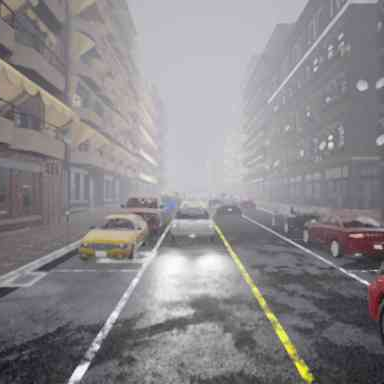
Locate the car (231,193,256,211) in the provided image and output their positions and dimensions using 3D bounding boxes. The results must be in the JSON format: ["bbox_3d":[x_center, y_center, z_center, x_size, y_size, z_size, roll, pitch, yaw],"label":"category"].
[{"bbox_3d":[5.399,1.164,33.892,1.887,1.381,4.507,1,1,0],"label":"car"}]

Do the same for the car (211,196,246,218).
[{"bbox_3d":[2.848,1.256,26.719,1.994,1.385,4.181,0,1,1],"label":"car"}]

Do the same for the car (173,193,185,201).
[{"bbox_3d":[-2.428,0.904,61.621,1.947,1.339,4.313,1,1,0],"label":"car"}]

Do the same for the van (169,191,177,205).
[{"bbox_3d":[-2.487,1.009,28.435,1.690,1.788,3.998,2,1,0],"label":"van"}]

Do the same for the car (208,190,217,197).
[{"bbox_3d":[5.477,0.435,89.200,2.192,1.841,5.009,1,0,0],"label":"car"}]

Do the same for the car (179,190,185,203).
[{"bbox_3d":[-2.454,0.812,45.026,2.192,1.841,5.009,1,1,0],"label":"car"}]

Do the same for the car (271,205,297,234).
[{"bbox_3d":[5.366,1.352,17.301,2.008,1.369,4.403,1,1,0],"label":"car"}]

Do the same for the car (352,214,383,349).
[{"bbox_3d":[3.578,1.199,2.350,2.150,2.045,5.566,0,1,0],"label":"car"}]

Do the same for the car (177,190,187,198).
[{"bbox_3d":[-2.390,0.511,78.207,2.192,1.841,5.009,1,0,0],"label":"car"}]

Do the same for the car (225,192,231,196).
[{"bbox_3d":[5.409,1.107,39.421,1.887,1.381,4.507,1,1,0],"label":"car"}]

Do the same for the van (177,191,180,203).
[{"bbox_3d":[-2.477,0.950,33.966,1.690,1.788,3.998,2,1,0],"label":"van"}]

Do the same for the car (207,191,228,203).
[{"bbox_3d":[2.864,1.041,40.477,2.128,1.511,4.902,0,1,1],"label":"car"}]

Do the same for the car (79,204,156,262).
[{"bbox_3d":[-2.525,1.383,11.678,1.752,1.417,4.829,2,1,0],"label":"car"}]

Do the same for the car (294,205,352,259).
[{"bbox_3d":[5.355,1.410,11.769,1.887,1.381,4.507,1,1,0],"label":"car"}]

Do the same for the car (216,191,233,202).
[{"bbox_3d":[5.413,0.714,56.012,2.192,1.841,5.009,1,1,0],"label":"car"}]

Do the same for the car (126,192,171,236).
[{"bbox_3d":[-2.508,1.107,17.376,2.192,1.841,5.009,2,1,0],"label":"car"}]

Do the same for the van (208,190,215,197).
[{"bbox_3d":[5.487,0.422,94.731,1.690,1.788,3.998,1,0,0],"label":"van"}]

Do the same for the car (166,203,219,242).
[{"bbox_3d":[0.028,1.418,15.393,1.895,1.301,4.718,0,1,0],"label":"car"}]
